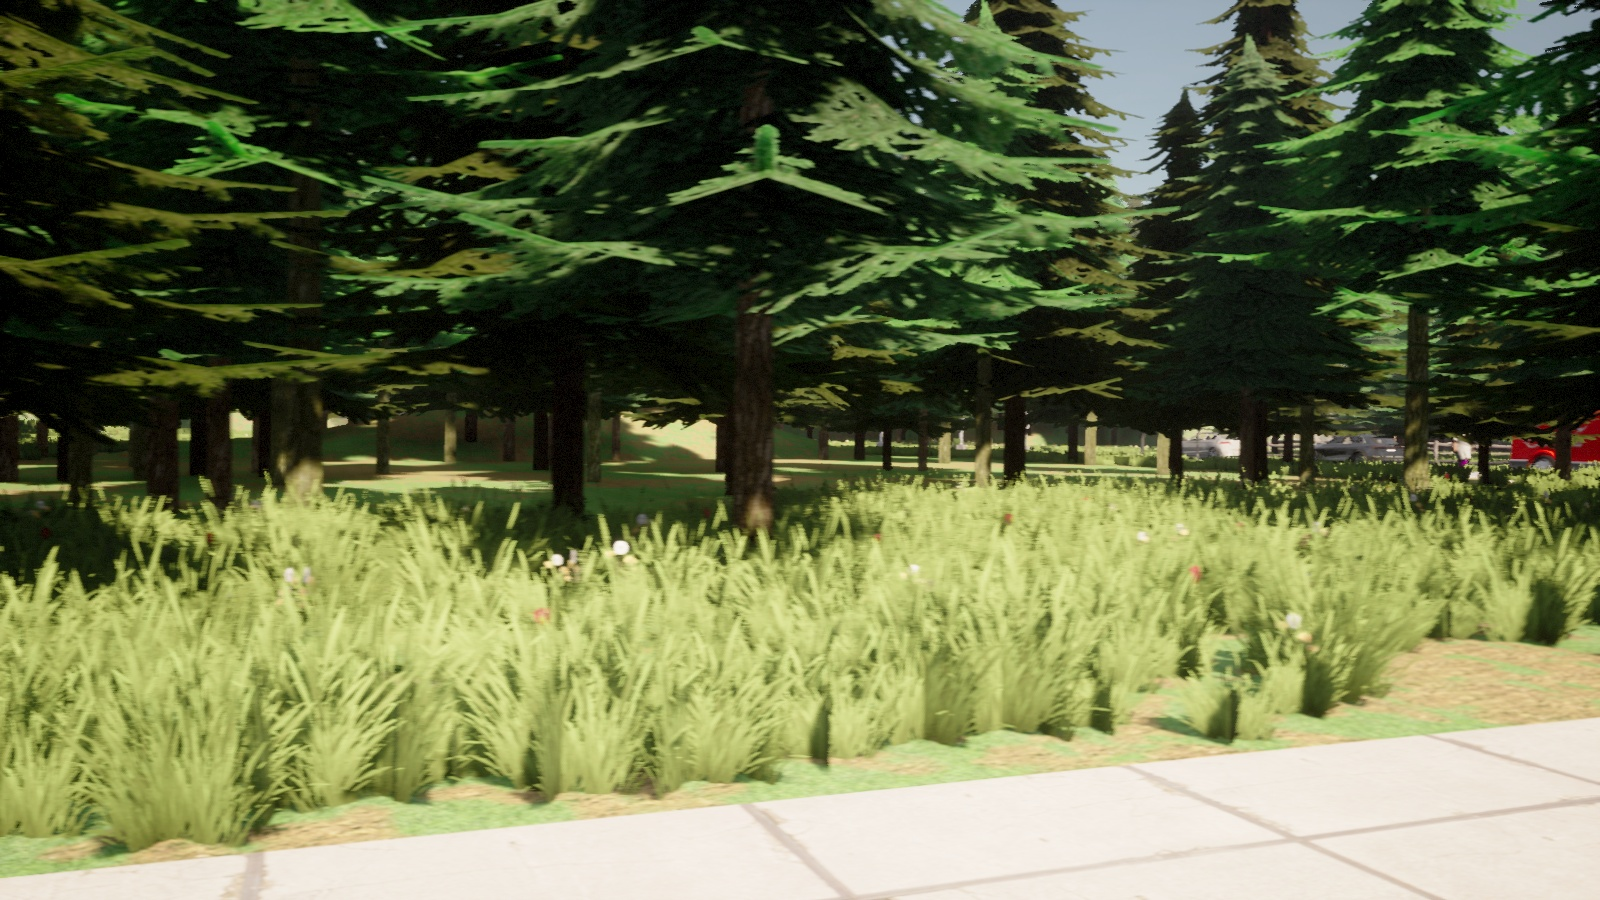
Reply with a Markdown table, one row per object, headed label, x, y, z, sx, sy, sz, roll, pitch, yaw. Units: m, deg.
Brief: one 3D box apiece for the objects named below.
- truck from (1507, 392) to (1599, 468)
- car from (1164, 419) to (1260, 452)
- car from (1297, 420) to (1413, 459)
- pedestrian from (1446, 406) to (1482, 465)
| label | x | y | z | sx | sy | sz | roll | pitch | yaw |
| --- | --- | --- | --- | --- | --- | --- | --- | --- | --- |
| truck | 26.839 | -0.687 | 41.876 | 2.627 | 2.467 | 5.204 | -1 | 1 | -20 |
| car | 21.748 | -0.768 | 66.542 | 2.152 | 1.651 | 5.027 | -1 | 1 | -20 |
| car | 25.134 | -0.499 | 57.083 | 2.033 | 1.649 | 4.856 | -1 | 1 | -20 |
| pedestrian | 21.992 | -0.481 | 41.598 | 0.659 | 1.952 | 0.873 | -1 | 1 | -13 |
